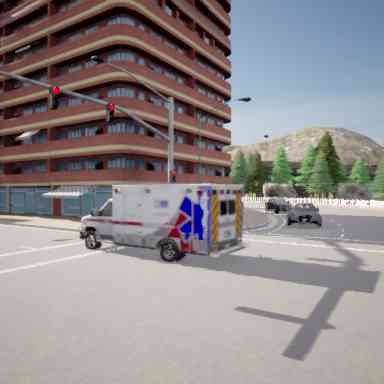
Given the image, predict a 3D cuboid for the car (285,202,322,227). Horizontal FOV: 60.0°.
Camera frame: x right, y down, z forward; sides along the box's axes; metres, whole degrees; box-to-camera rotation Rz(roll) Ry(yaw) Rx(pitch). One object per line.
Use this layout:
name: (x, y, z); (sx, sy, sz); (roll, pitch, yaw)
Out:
car: (7.452, 1.490, 22.022); (1.994, 1.385, 4.181); (0, 0, 19)

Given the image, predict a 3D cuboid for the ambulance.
ambulance: (-1.298, 0.983, 11.972); (6.366, 2.431, 2.351); (0, 0, 33)

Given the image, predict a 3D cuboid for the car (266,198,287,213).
car: (9.378, 1.435, 35.922); (1.812, 1.442, 4.674); (0, 1, -6)
